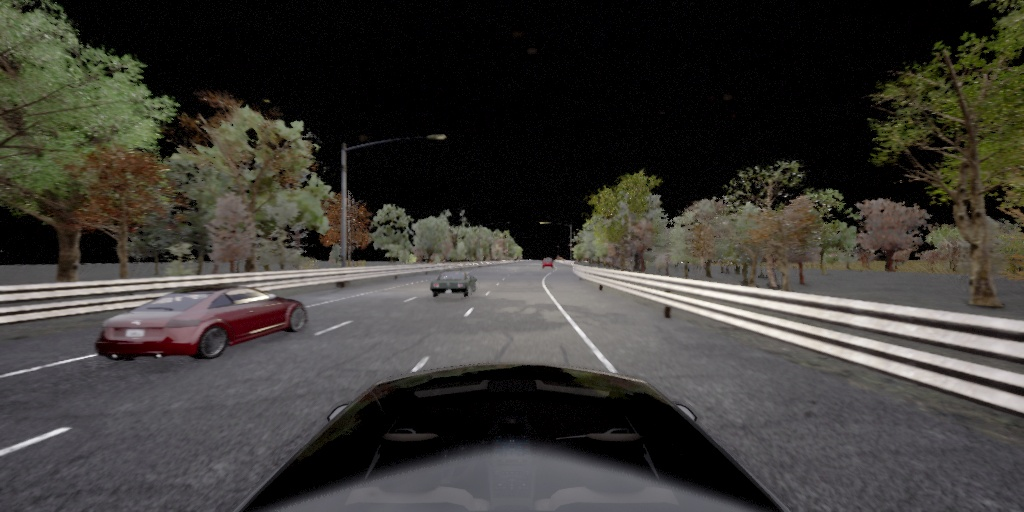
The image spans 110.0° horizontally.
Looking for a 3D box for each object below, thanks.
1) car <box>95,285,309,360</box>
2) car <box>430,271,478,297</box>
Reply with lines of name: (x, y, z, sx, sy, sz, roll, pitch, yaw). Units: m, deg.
car: (-6.822, 1.385, 8.530, 1.994, 1.385, 4.181, 0, 0, 1)
car: (-3.060, 1.492, 19.870, 1.895, 1.301, 4.718, 0, 0, 2)
